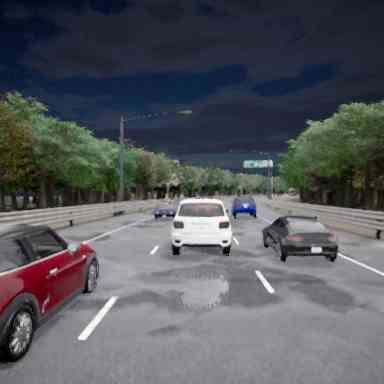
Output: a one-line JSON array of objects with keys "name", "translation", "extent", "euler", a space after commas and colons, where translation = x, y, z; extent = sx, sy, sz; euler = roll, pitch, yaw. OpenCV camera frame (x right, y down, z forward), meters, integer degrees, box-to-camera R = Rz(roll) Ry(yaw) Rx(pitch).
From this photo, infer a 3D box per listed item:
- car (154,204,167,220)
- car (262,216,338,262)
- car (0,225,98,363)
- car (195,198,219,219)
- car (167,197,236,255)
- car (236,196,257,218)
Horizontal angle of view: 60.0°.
[{"name": "car", "translation": [-2.164, 1.774, 30.274], "extent": [1.895, 1.301, 4.718], "euler": [0, 0, 4]}, {"name": "car", "translation": [3.848, 1.603, 12.399], "extent": [1.812, 1.442, 4.674], "euler": [0, 0, 2]}, {"name": "car", "translation": [-3.297, 1.384, 6.114], "extent": [2.097, 1.767, 4.553], "euler": [0, 0, 1]}, {"name": "car", "translation": [1.503, 1.540, 32.018], "extent": [2.097, 1.767, 4.553], "euler": [0, 0, 5]}, {"name": "car", "translation": [0.389, 1.303, 13.864], "extent": [2.150, 2.045, 5.566], "euler": [0, 0, 2]}, {"name": "car", "translation": [5.049, 1.418, 32.647], "extent": [2.150, 2.045, 5.566], "euler": [0, 0, 5]}]
